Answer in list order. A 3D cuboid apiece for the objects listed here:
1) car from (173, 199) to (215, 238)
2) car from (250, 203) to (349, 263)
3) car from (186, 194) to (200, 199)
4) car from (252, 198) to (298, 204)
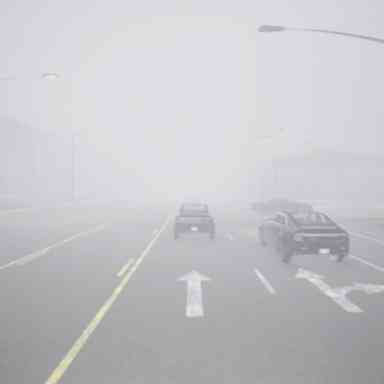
[{"bbox_3d":[0.100,1.304,16.342,2.128,1.511,4.902,0,1,0],"label":"car"},{"bbox_3d":[3.600,1.366,11.475,2.128,1.511,4.902,0,1,0],"label":"car"},{"bbox_3d":[0.095,0.955,46.387,1.812,1.442,4.674,0,1,0],"label":"car"},{"bbox_3d":[7.889,1.197,29.177,5.357,1.411,2.033,0,0,-8],"label":"car"}]
